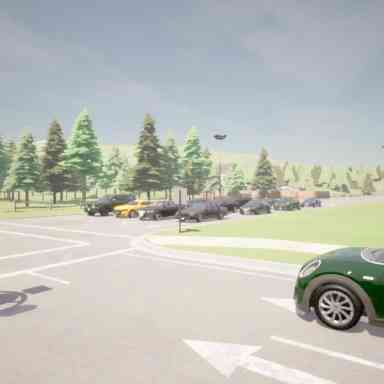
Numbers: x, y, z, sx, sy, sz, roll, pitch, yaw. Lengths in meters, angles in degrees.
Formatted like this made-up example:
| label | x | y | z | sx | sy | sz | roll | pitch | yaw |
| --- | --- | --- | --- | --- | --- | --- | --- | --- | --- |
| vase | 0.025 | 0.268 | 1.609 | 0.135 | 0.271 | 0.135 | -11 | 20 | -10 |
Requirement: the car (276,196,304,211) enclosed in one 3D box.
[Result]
| label | x | y | z | sx | sy | sz | roll | pitch | yaw |
| --- | --- | --- | --- | --- | --- | --- | --- | --- | --- |
| car | 11.812 | 1.352 | 41.210 | 2.097 | 1.767 | 4.553 | 0 | 0 | 36 |

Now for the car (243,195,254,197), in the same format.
| label | x | y | z | sx | sy | sz | roll | pitch | yaw |
| --- | --- | --- | --- | --- | --- | --- | --- | --- | --- |
| car | 8.657 | 1.491 | 42.830 | 2.128 | 1.511 | 4.902 | 0 | 0 | 36 |

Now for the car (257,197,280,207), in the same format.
| label | x | y | z | sx | sy | sz | roll | pitch | yaw |
| --- | --- | --- | --- | --- | --- | --- | --- | --- | --- |
| car | 12.398 | 1.564 | 53.796 | 1.994 | 1.385 | 4.181 | 0 | 0 | 37 |

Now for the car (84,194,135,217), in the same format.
| label | x | y | z | sx | sy | sz | roll | pitch | yaw |
| --- | --- | --- | --- | --- | --- | --- | --- | --- | --- |
| car | -7.705 | 1.221 | 32.357 | 2.150 | 2.045 | 5.566 | 0 | 0 | 36 |

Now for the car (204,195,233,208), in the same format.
| label | x | y | z | sx | sy | sz | roll | pitch | yaw |
| --- | --- | --- | --- | --- | --- | --- | --- | --- | --- |
| car | 3.948 | 1.352 | 48.240 | 2.097 | 1.767 | 4.553 | 0 | 0 | 36 |

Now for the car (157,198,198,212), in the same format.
| label | x | y | z | sx | sy | sz | roll | pitch | yaw |
| --- | --- | --- | --- | --- | --- | --- | --- | --- | --- |
| car | -1.687 | 1.547 | 40.564 | 2.033 | 1.411 | 5.357 | 0 | 0 | 36 |

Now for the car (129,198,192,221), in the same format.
| label | x | y | z | sx | sy | sz | roll | pitch | yaw |
| --- | --- | --- | --- | --- | --- | --- | --- | --- | --- |
| car | -2.482 | 1.491 | 27.645 | 2.128 | 1.511 | 4.902 | 0 | 0 | 36 |

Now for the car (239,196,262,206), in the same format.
| label | x | y | z | sx | sy | sz | roll | pitch | yaw |
| --- | --- | --- | --- | --- | --- | --- | --- | --- | --- |
| car | 9.986 | 1.477 | 56.417 | 1.882 | 1.535 | 5.008 | 0 | 0 | 37 |

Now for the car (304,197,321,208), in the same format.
| label | x | y | z | sx | sy | sz | roll | pitch | yaw |
| --- | --- | --- | --- | --- | --- | --- | --- | --- | --- |
| car | 17.724 | 1.526 | 49.228 | 1.812 | 1.442 | 4.674 | 0 | 0 | 37 |

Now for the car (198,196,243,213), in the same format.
| label | x | y | z | sx | sy | sz | roll | pitch | yaw |
| --- | --- | --- | --- | --- | --- | --- | --- | --- | --- |
| car | 3.077 | 1.477 | 35.226 | 1.882 | 1.535 | 5.008 | 0 | 0 | 36 |

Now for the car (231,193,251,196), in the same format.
| label | x | y | z | sx | sy | sz | roll | pitch | yaw |
| --- | --- | --- | --- | --- | --- | --- | --- | --- | --- |
| car | 6.426 | 1.221 | 45.706 | 2.150 | 2.045 | 5.566 | 0 | 0 | 36 |

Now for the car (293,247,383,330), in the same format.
| label | x | y | z | sx | sy | sz | roll | pitch | yaw |
| --- | --- | --- | --- | --- | --- | --- | --- | --- | --- |
| car | 4.059 | 1.352 | 5.394 | 4.553 | 1.767 | 2.097 | 0 | 0 | 35 |

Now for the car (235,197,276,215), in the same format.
| label | x | y | z | sx | sy | sz | roll | pitch | yaw |
| --- | --- | --- | --- | --- | --- | --- | --- | --- | --- |
| car | 6.585 | 1.526 | 34.072 | 1.812 | 1.442 | 4.674 | 0 | 0 | 36 |

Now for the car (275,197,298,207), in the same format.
| label | x | y | z | sx | sy | sz | roll | pitch | yaw |
| --- | --- | --- | --- | --- | --- | --- | --- | --- | --- |
| car | 14.549 | 1.525 | 50.824 | 1.812 | 1.442 | 4.674 | 0 | 0 | 37 |

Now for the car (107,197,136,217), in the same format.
| label | x | y | z | sx | sy | sz | roll | pitch | yaw |
| --- | --- | --- | --- | --- | --- | --- | --- | --- | --- |
| car | -4.872 | 1.477 | 30.303 | 1.882 | 1.535 | 5.008 | 0 | 0 | 36 |

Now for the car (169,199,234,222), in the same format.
| label | x | y | z | sx | sy | sz | roll | pitch | yaw |
| --- | --- | --- | --- | --- | --- | --- | --- | --- | --- |
| car | 0.906 | 1.547 | 26.346 | 2.033 | 1.411 | 5.357 | 0 | 0 | 36 |
